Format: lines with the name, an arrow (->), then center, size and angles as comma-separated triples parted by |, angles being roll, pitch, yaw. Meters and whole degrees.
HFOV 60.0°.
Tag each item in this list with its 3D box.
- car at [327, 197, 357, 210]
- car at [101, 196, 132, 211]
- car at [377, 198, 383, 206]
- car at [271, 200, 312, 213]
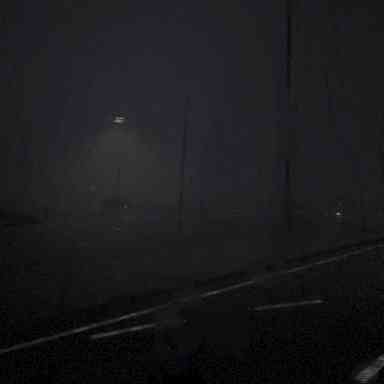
car -> 18.151, 1.352, 40.165 | 4.892, 1.490, 1.837 | 0, 1, -40
car -> -8.226, 1.214, 35.866 | 1.837, 1.490, 4.892 | -1, 2, -37
car -> 29.247, 1.384, 49.269 | 4.674, 1.442, 1.812 | 0, 0, -39
car -> 10.072, 1.441, 33.507 | 4.718, 1.301, 1.895 | 0, 0, -40
